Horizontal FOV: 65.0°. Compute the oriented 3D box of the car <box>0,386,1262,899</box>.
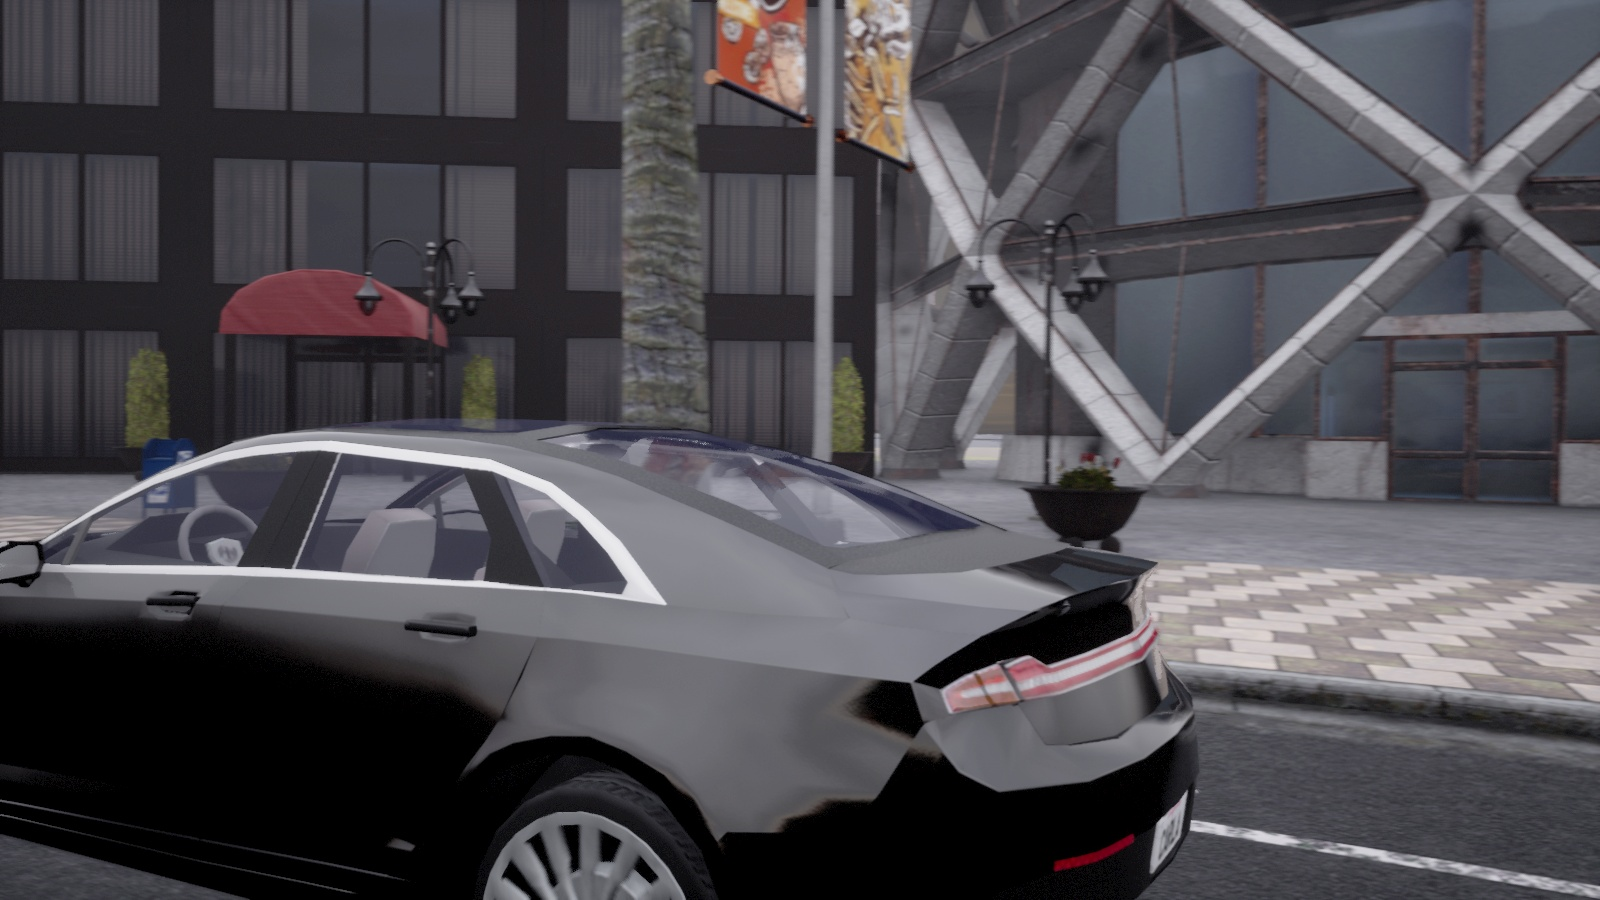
[{"bbox_3d":[-1.228,0.638,4.148,4.902,1.511,2.128,0,1,29],"label":"car"}]
